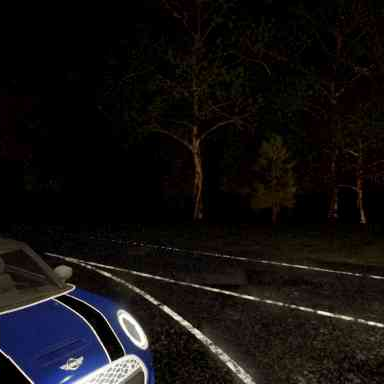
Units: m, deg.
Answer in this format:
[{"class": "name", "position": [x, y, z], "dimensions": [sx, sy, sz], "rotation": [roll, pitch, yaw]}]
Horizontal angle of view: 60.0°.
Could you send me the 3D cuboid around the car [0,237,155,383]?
[{"class": "car", "position": [-2.570, 1.338, 3.717], "dimensions": [4.553, 1.767, 2.097], "rotation": [1, 0, 36]}]
